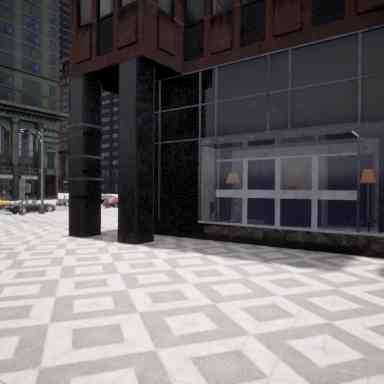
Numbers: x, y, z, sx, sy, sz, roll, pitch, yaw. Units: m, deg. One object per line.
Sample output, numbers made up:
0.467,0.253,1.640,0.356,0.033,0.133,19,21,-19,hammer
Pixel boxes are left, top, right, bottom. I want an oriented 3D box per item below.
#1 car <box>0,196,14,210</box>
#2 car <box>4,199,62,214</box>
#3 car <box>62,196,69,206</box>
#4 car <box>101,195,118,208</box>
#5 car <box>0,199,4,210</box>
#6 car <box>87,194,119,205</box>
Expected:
-22.140,1.232,35.895,1.752,1.417,4.829,2,2,36,car
-15.007,1.341,31.216,2.008,1.369,4.403,2,2,36,car
-15.986,1.131,44.496,2.008,1.369,4.403,2,2,36,car
-8.748,1.243,39.963,1.802,1.307,4.206,2,2,36,car
-18.137,1.418,26.842,1.947,1.339,4.313,2,2,36,car
-12.959,1.082,48.726,1.947,1.339,4.313,2,2,36,car
